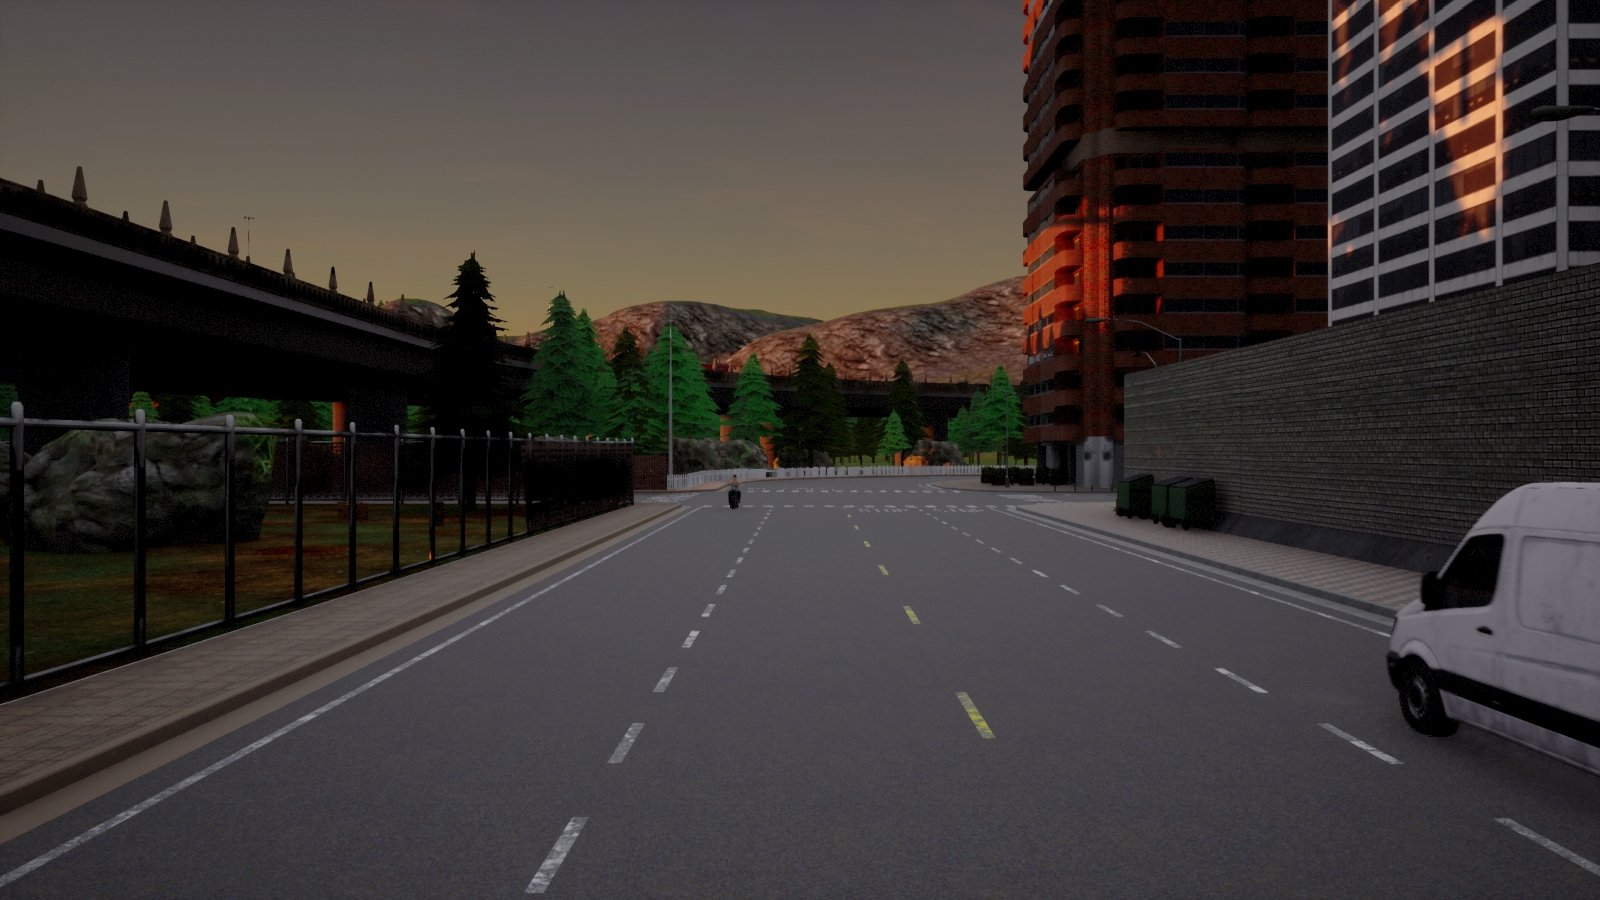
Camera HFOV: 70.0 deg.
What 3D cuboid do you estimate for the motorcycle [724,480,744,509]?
[{"bbox_3d":[-3.125,2.095,54.365,0.764,1.307,2.356,0,0,0],"label":"motorcycle"}]

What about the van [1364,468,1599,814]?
[{"bbox_3d":[7.057,1.479,9.378,1.988,2.561,5.915,0,0,1],"label":"van"}]
